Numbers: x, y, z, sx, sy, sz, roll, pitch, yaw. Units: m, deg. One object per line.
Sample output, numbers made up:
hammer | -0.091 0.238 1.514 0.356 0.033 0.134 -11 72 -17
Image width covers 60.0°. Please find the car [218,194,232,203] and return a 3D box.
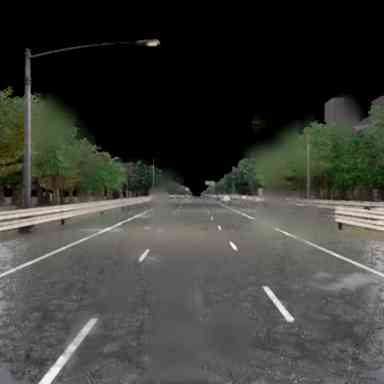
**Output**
car | 7.057 1.483 68.999 1.812 1.442 4.674 0 0 0

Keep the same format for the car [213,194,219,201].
car | 7.096 1.361 85.034 2.097 1.767 4.553 0 0 0

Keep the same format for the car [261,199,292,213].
car | 9.738 1.510 38.815 2.128 1.511 4.902 0 0 -14
